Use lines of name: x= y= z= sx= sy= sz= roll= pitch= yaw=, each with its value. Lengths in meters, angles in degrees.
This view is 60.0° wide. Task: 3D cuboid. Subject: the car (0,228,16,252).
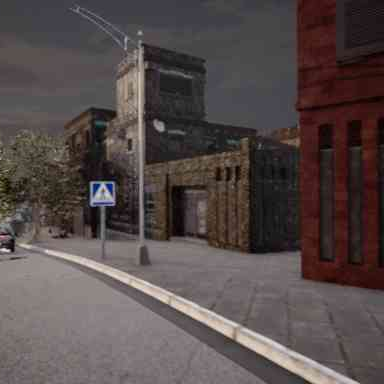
car: x=-12.358 y=3.044 z=21.000 sx=2.128 sy=1.511 sz=4.902 roll=-1 pitch=-5 yaw=-33
